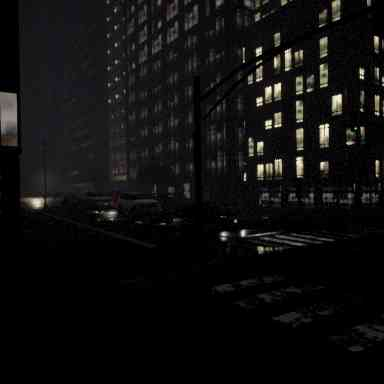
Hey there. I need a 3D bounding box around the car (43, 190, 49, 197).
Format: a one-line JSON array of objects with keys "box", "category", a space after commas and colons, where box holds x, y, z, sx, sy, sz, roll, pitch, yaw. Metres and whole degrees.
[{"box": [-35.694, 0.689, 84.636, 2.008, 1.369, 4.403, -1, 1, -35], "category": "car"}]

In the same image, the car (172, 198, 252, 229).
[{"box": [1.105, 1.382, 21.071, 2.128, 1.511, 4.902, -1, 1, -35], "category": "car"}]

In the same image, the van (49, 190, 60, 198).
[{"box": [-32.491, 0.532, 79.990, 1.690, 1.788, 3.998, -1, 1, -35], "category": "van"}]

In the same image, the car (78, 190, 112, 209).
[{"box": [-10.946, 0.927, 38.559, 2.150, 2.045, 5.566, -1, 1, -35], "category": "car"}]

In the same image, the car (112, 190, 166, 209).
[{"box": [-4.859, 1.022, 29.714, 2.150, 2.045, 5.566, -1, 1, -35], "category": "car"}]

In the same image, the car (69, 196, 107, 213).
[{"box": [-10.538, 1.354, 33.408, 1.947, 1.339, 4.313, -1, 1, -35], "category": "car"}]

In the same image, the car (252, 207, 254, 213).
[{"box": [3.089, 1.279, 28.341, 1.752, 1.417, 4.829, -1, 1, -35], "category": "car"}]

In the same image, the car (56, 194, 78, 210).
[{"box": [-13.742, 1.289, 38.052, 2.008, 1.369, 4.403, -1, 1, -35], "category": "car"}]

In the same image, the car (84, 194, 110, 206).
[{"box": [-13.823, 1.116, 48.264, 2.033, 1.411, 5.357, -1, 1, -34], "category": "car"}]

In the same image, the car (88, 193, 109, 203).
[{"box": [-15.965, 0.920, 56.810, 1.882, 1.535, 5.008, -1, 1, -35], "category": "car"}]

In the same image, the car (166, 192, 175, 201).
[{"box": [-3.665, 0.964, 38.196, 2.192, 1.841, 5.009, -1, 1, -35], "category": "car"}]

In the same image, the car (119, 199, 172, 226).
[{"box": [-2.905, 1.455, 22.390, 2.008, 1.369, 4.403, -1, 1, -35], "category": "car"}]

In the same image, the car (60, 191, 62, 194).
[{"box": [-26.085, 0.734, 70.704, 1.967, 1.590, 4.097, -1, 1, -35], "category": "car"}]

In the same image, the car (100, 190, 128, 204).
[{"box": [-12.037, 0.734, 51.049, 2.150, 2.045, 5.566, -1, 1, -35], "category": "car"}]

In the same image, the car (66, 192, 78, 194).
[{"box": [-19.343, 1.083, 56.182, 1.895, 1.301, 4.718, -1, 1, -35], "category": "car"}]

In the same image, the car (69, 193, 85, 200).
[{"box": [-22.882, 0.890, 66.061, 1.887, 1.381, 4.507, -1, 1, -35], "category": "car"}]
